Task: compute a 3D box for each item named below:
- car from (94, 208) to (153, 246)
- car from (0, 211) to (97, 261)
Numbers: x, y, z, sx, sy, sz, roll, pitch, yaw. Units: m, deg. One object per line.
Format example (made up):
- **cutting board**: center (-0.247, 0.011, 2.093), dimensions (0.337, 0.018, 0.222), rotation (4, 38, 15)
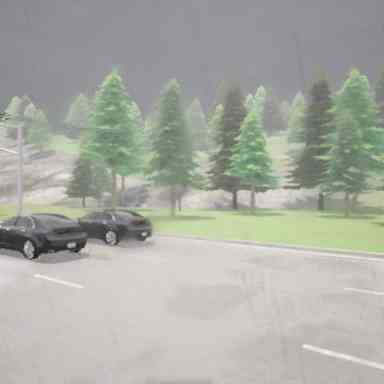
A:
- **car**: center (-3.973, 1.528, 15.386), dimensions (4.892, 1.490, 1.837), rotation (0, 0, 36)
- **car**: center (-5.988, 1.528, 12.525), dimensions (4.892, 1.490, 1.837), rotation (0, 0, 36)
